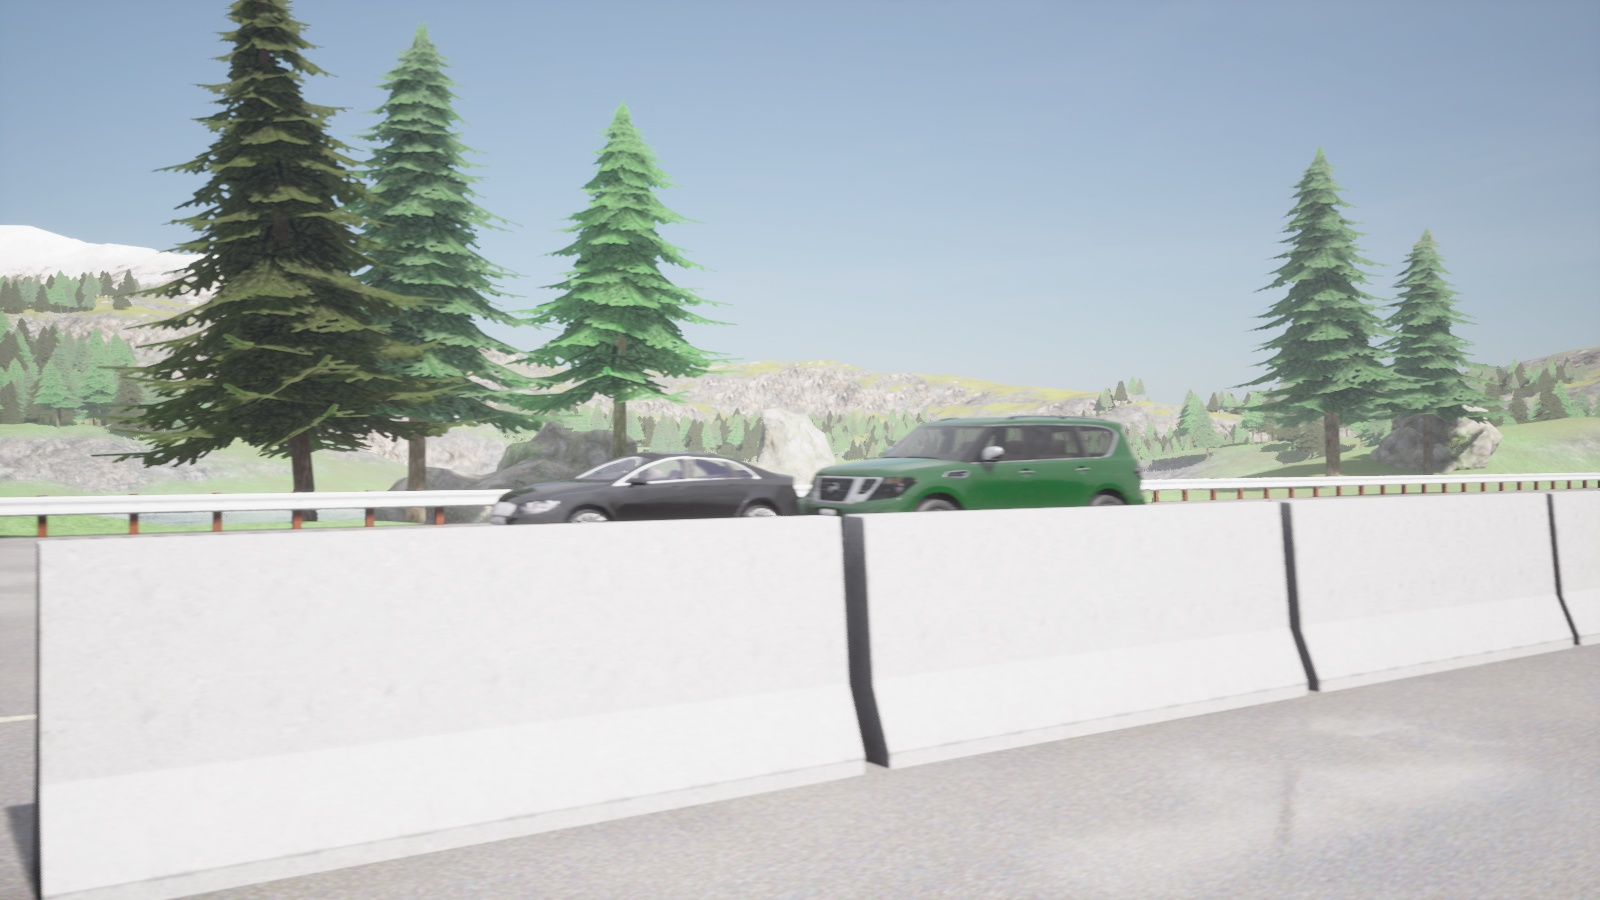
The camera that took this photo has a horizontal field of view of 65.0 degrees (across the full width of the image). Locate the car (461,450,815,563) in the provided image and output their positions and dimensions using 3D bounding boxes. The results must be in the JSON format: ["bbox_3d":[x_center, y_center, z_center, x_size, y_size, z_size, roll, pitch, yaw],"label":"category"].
[{"bbox_3d":[-2.380,0.753,19.062,4.902,1.511,2.128,0,0,-35],"label":"car"}]

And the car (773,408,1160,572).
[{"bbox_3d":[2.524,0.503,18.219,5.566,2.045,2.150,0,0,-35],"label":"car"}]
